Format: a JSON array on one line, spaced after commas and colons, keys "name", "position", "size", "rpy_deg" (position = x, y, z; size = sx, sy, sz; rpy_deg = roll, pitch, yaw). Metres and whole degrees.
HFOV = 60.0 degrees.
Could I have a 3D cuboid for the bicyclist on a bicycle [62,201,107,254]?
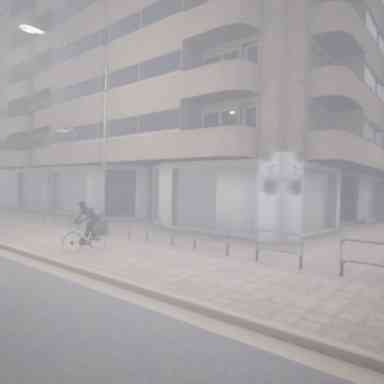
[{"name": "bicyclist on a bicycle", "position": [-3.393, 1.110, 10.651], "size": [0.582, 1.620, 1.656], "rpy_deg": [2, 1, 39]}]
